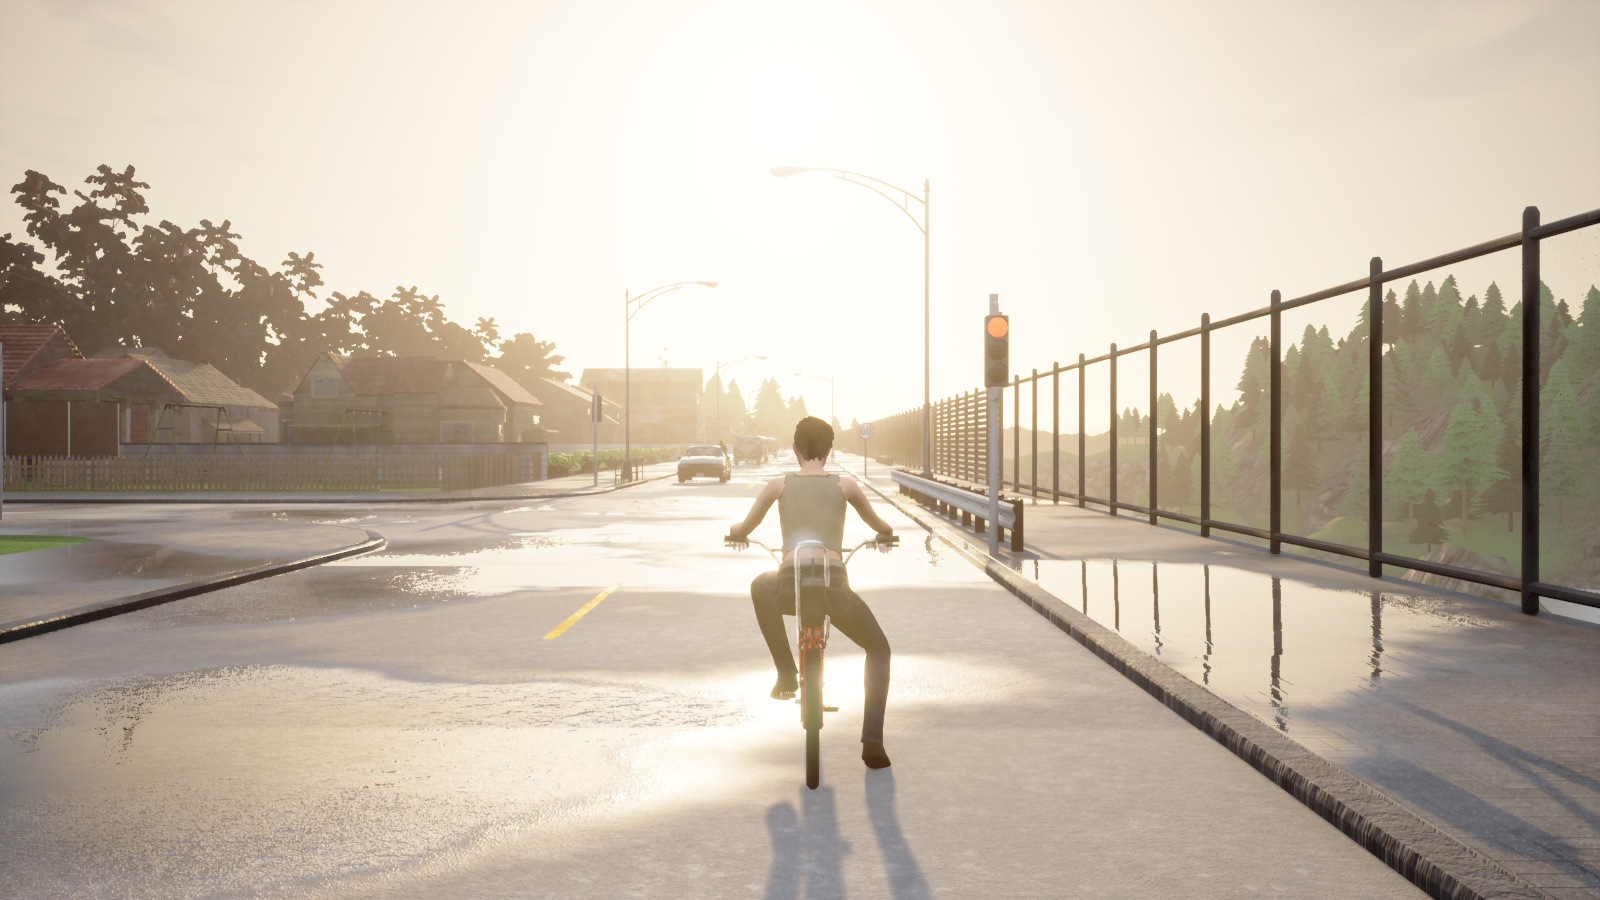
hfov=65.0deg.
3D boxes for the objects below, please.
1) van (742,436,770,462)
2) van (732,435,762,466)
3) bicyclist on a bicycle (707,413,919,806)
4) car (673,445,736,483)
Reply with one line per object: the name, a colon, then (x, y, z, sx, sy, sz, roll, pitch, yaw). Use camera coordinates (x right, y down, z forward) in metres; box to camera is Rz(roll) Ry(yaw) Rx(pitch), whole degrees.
van: (-3.409, -0.086, 97.954, 2.069, 2.038, 4.480, 0, 0, 0)
van: (-3.489, 0.025, 83.483, 1.775, 1.987, 4.442, 0, 0, 0)
bicyclist on a bicycle: (0.056, 0.650, 5.898, 0.866, 1.612, 1.509, 0, 0, 0)
car: (-3.690, 0.513, 49.200, 2.033, 1.411, 5.357, 0, 0, 0)
